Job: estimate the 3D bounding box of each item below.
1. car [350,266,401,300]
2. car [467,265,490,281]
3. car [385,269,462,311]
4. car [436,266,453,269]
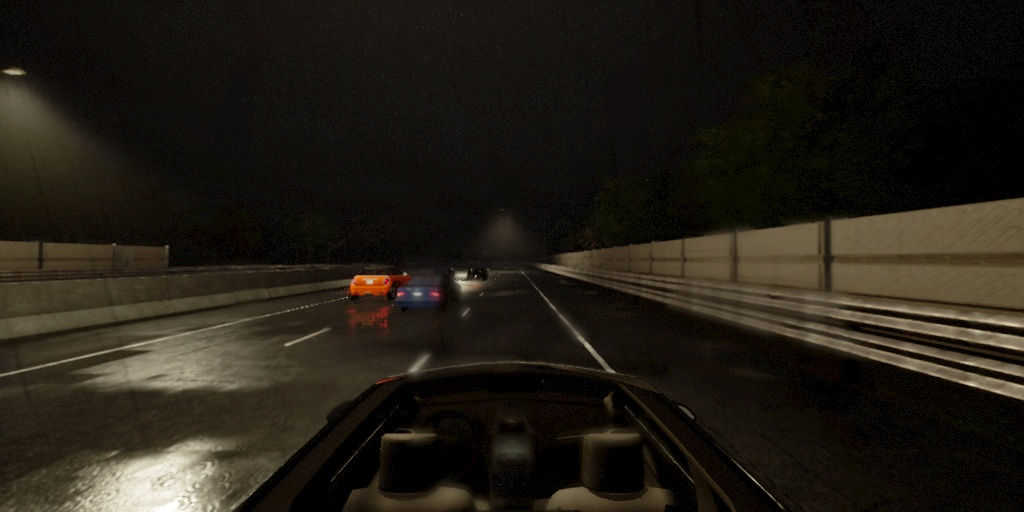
[{"bbox_3d":[-6.909,1.316,19.533,2.097,1.767,4.553,0,-1,0],"label":"car"},{"bbox_3d":[-3.413,1.671,36.087,1.837,1.490,4.892,0,-1,0],"label":"car"},{"bbox_3d":[-3.405,1.461,15.450,2.033,1.411,5.357,0,-1,0],"label":"car"},{"bbox_3d":[-6.913,1.733,36.333,1.994,1.385,4.181,0,-1,0],"label":"car"}]
